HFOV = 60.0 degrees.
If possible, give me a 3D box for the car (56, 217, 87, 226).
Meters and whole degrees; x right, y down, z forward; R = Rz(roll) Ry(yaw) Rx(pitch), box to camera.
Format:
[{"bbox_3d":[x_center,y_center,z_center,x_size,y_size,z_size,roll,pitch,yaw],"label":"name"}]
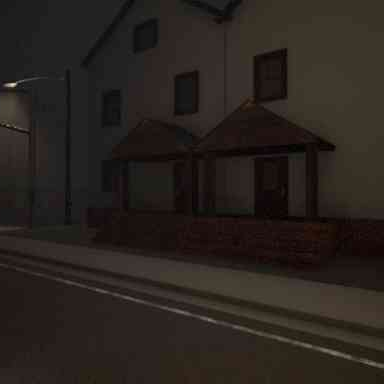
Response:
[{"bbox_3d":[-11.800,3.392,34.992,2.128,1.511,4.902,0,-8,36],"label":"car"}]
